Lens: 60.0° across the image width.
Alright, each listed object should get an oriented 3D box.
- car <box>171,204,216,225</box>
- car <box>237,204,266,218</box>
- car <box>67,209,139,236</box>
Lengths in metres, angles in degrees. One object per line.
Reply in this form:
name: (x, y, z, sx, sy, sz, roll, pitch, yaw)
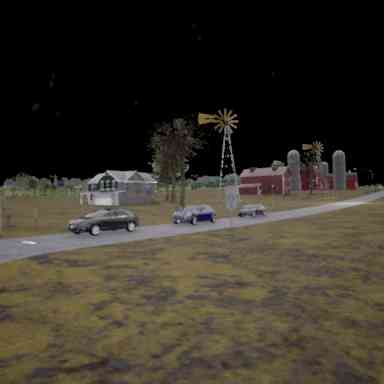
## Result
car: (0.202, 1.850, 28.870, 2.097, 1.767, 4.553, -2, -2, 36)
car: (6.949, 2.130, 38.266, 1.837, 1.490, 4.892, -2, -2, 36)
car: (-5.460, 1.831, 20.959, 1.837, 1.490, 4.892, -2, -2, 35)
